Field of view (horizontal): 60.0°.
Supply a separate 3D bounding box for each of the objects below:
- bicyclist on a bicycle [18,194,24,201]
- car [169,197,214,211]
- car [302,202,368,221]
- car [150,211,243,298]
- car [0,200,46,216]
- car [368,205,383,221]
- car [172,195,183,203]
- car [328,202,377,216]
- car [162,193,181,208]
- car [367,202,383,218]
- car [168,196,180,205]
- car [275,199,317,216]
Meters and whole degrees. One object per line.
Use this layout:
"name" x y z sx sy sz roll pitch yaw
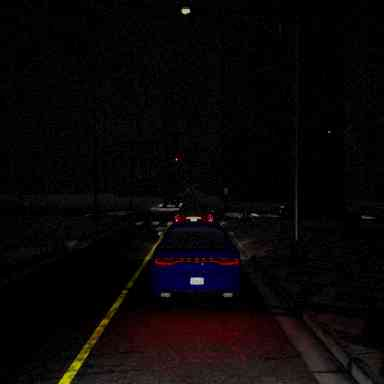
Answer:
"bicyclist on a bicycle" -20.511 1.030 39.775 0.582 1.620 1.656 1 0 0
"car" 0.114 1.352 17.710 2.097 1.767 4.553 0 0 1
"car" 12.125 1.775 28.398 4.313 1.339 1.947 1 -1 0
"car" 0.098 1.477 8.556 1.882 1.535 5.008 0 0 0
"car" -14.784 1.367 28.293 4.403 1.369 2.008 1 -1 0
"car" 17.938 1.824 28.401 4.829 1.417 1.752 1 -1 0
"car" -3.034 1.493 69.501 2.128 1.511 4.902 0 0 0
"car" 17.773 1.842 36.925 4.403 1.369 2.008 1 -1 0
"car" -3.111 1.222 49.351 2.150 2.045 5.566 0 0 0
"car" 20.854 1.867 34.251 4.674 1.442 1.812 1 0 0
"car" -3.101 1.526 59.183 1.812 1.442 4.674 0 0 1
"car" 10.940 1.539 34.247 4.553 1.767 2.097 1 0 0
